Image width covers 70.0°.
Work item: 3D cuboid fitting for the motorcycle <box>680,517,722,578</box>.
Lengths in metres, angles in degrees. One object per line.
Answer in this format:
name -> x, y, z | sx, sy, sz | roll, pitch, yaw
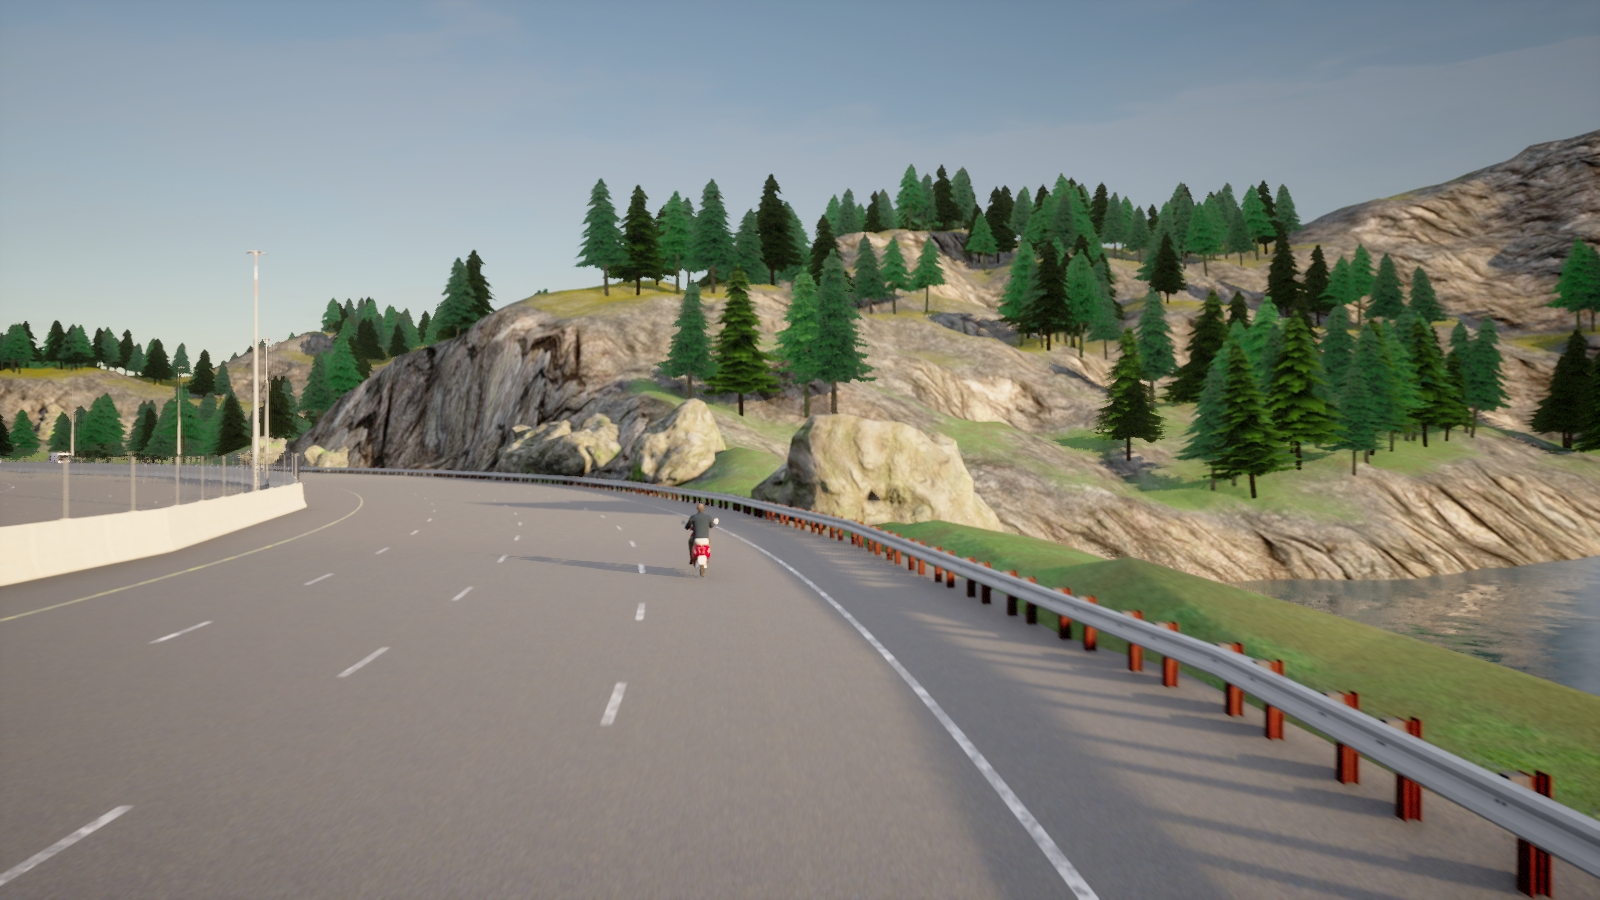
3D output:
motorcycle -> -2.275, 2.198, 26.007 | 0.856, 1.236, 1.805 | 0, 0, -8
